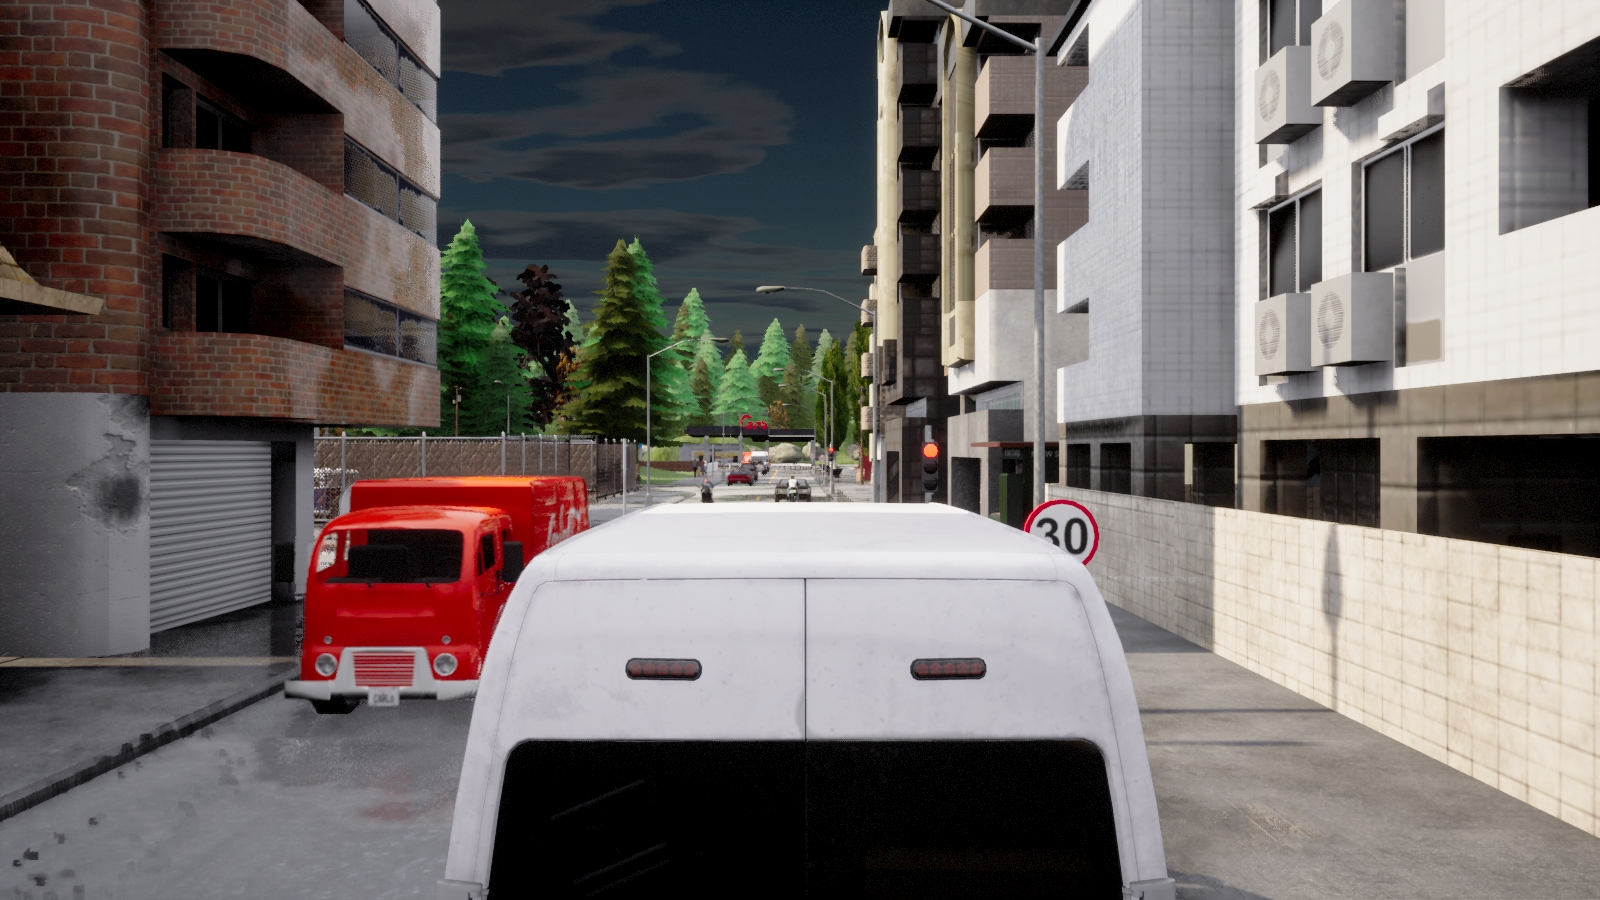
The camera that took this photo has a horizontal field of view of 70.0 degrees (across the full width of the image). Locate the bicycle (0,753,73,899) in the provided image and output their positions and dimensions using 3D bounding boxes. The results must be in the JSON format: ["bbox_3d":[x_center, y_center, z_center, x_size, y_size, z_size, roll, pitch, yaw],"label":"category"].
[{"bbox_3d":[-4.009,2.034,4.889,0.859,1.080,1.487,0,0,-1],"label":"bicycle"}]

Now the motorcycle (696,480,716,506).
[{"bbox_3d":[-4.339,1.972,52.899,0.803,1.145,2.033,0,0,0],"label":"motorcycle"}]

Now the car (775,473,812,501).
[{"bbox_3d":[-0.339,1.912,60.159,1.895,1.301,4.718,0,0,0],"label":"car"}]

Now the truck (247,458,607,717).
[{"bbox_3d":[-4.048,1.342,13.654,2.627,2.467,5.204,0,0,0],"label":"truck"}]

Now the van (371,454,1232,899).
[{"bbox_3d":[-0.009,1.312,5.597,1.988,2.561,5.915,0,0,0],"label":"van"}]
